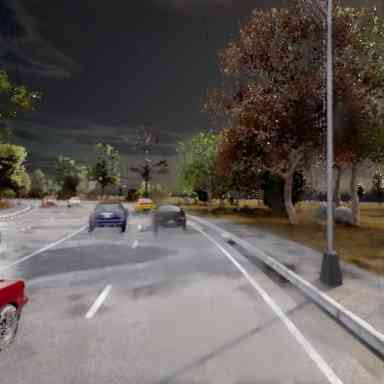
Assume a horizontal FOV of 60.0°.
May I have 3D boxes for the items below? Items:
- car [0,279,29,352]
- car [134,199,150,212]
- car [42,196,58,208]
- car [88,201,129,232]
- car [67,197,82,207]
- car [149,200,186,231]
[{"bbox_3d":[-3.501,1.608,3.203,1.895,1.301,4.718,0,0,-1],"label":"car"},{"bbox_3d":[-5.601,1.495,38.621,1.882,1.535,5.008,0,0,-17],"label":"car"},{"bbox_3d":[-21.065,1.366,49.278,2.097,1.767,4.553,0,0,-25],"label":"car"},{"bbox_3d":[-5.054,1.363,20.624,2.097,1.767,4.553,0,0,-9],"label":"car"},{"bbox_3d":[-17.914,1.544,50.849,1.812,1.442,4.674,0,0,-24],"label":"car"},{"bbox_3d":[-1.514,1.485,20.694,1.882,1.535,5.008,0,0,-8],"label":"car"}]
